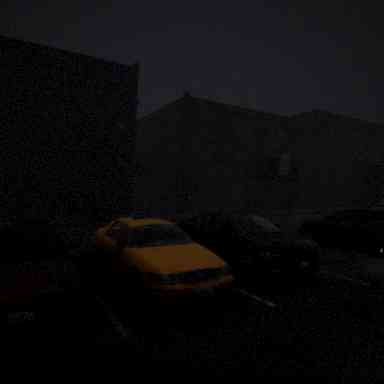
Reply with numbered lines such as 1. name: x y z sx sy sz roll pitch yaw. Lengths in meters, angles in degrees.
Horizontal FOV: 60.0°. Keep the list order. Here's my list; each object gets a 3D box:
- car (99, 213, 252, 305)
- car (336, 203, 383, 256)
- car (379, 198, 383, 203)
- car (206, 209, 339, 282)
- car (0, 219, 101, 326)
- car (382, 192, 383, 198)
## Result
1. car: -1.054 1.320 8.112 1.946 1.575 5.366 -1 1 -28
2. car: 6.248 1.283 12.286 2.163 1.488 4.792 0 1 -28
3. car: 8.724 1.236 13.589 2.231 1.521 4.892 0 1 -28
4. car: 1.321 1.295 9.607 2.097 1.535 5.008 -1 1 -28
5. car: -3.596 1.375 6.923 2.163 1.488 4.792 -1 1 -28
6. car: 11.212 0.968 14.886 2.435 2.045 5.566 0 1 -28
